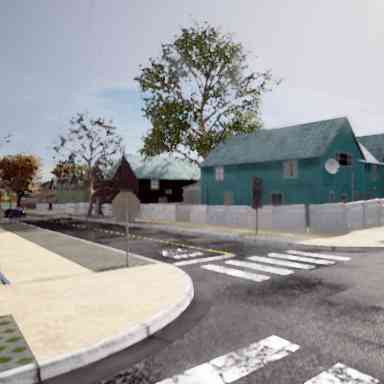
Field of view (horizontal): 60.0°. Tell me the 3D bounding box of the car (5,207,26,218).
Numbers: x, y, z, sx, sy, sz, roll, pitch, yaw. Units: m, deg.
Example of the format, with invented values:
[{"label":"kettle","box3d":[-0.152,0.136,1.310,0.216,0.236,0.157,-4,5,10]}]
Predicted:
[{"label":"car","box3d":[-23.307,2.635,43.924,1.994,1.385,4.181,0,-1,-36]}]
